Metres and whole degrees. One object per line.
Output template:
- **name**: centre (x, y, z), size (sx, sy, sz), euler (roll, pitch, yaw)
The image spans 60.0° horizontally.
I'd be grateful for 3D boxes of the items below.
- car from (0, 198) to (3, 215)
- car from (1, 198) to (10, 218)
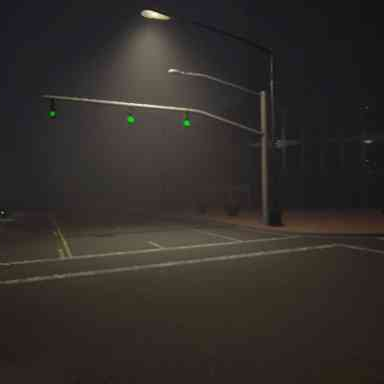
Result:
- **car**: centre (-16.723, 1.529, 26.162), size (2.150, 2.045, 5.566), euler (-1, 0, -23)
- **car**: centre (-21.018, 1.680, 35.784), size (2.150, 2.045, 5.566), euler (-1, 0, -24)
